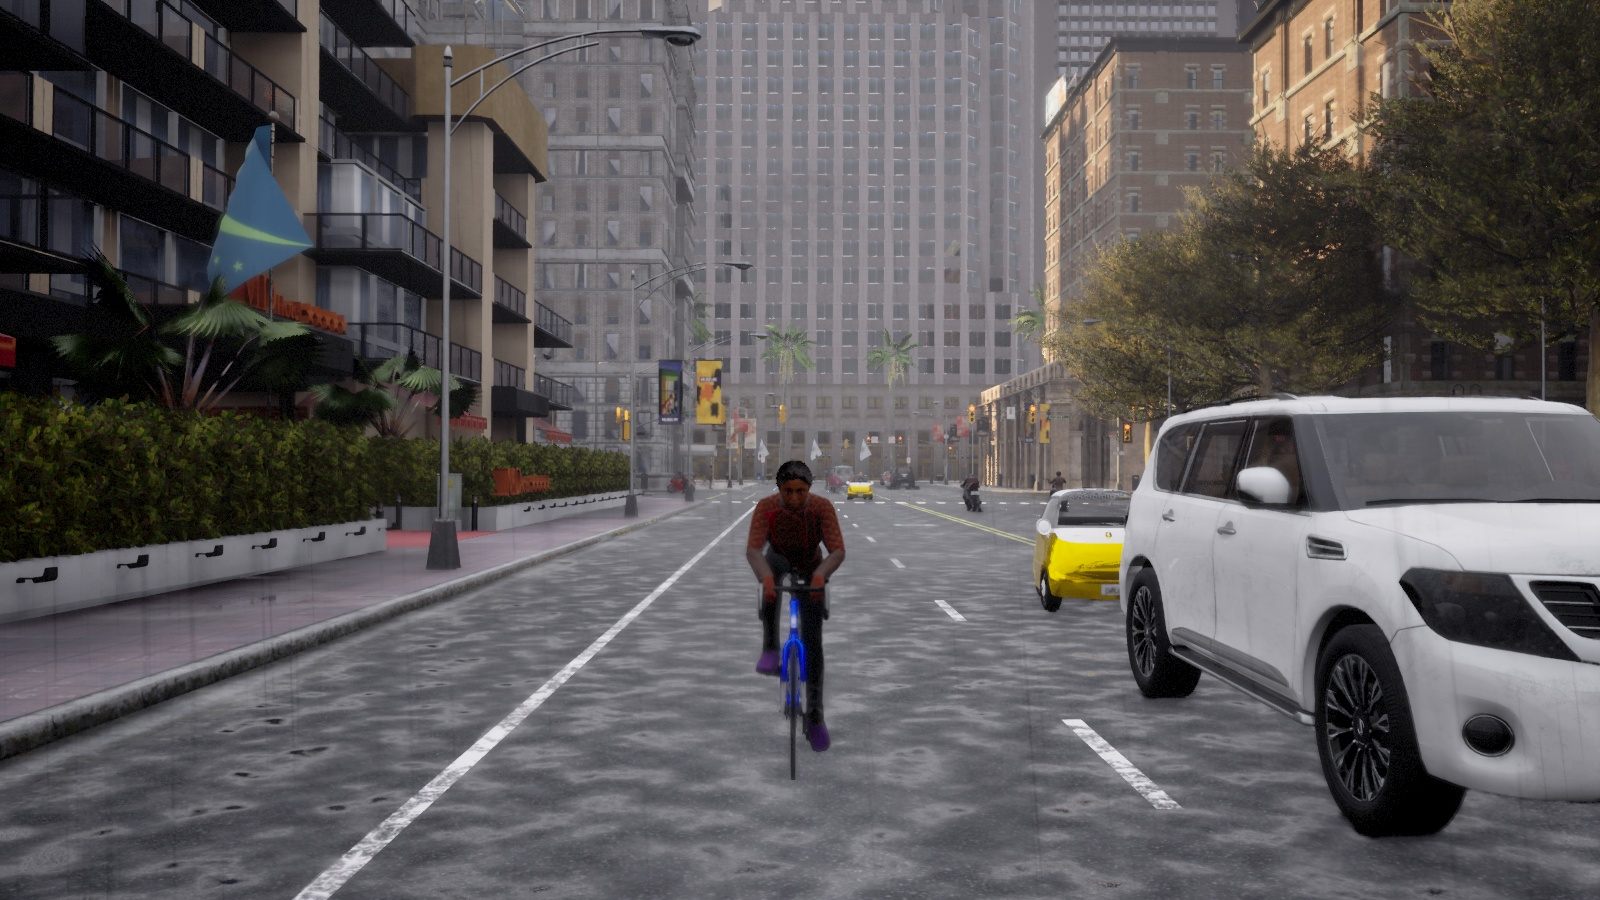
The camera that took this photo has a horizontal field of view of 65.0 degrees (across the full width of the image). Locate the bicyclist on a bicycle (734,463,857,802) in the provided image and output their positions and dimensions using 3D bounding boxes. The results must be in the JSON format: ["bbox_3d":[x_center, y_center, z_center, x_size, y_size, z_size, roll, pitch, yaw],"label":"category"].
[{"bbox_3d":[-0.026,0.882,6.837,0.582,1.620,1.656,0,-1,0],"label":"bicyclist on a bicycle"}]

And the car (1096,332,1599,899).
[{"bbox_3d":[3.470,0.642,7.276,2.150,2.045,5.566,0,-1,0],"label":"car"}]

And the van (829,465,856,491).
[{"bbox_3d":[3.304,2.200,98.260,1.775,1.987,4.442,0,-1,-3],"label":"van"}]

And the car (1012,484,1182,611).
[{"bbox_3d":[3.445,1.105,14.898,1.481,1.376,2.207,0,-1,0],"label":"car"}]

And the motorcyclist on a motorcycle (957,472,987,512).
[{"bbox_3d":[6.820,1.657,49.830,0.866,1.530,2.191,0,-1,0],"label":"motorcyclist on a motorcycle"}]

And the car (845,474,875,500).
[{"bbox_3d":[3.253,2.001,68.346,1.481,1.376,2.207,0,-1,0],"label":"car"}]

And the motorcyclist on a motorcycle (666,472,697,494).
[{"bbox_3d":[-8.206,2.286,86.958,2.044,1.523,0.797,0,-1,-22],"label":"motorcyclist on a motorcycle"}]
